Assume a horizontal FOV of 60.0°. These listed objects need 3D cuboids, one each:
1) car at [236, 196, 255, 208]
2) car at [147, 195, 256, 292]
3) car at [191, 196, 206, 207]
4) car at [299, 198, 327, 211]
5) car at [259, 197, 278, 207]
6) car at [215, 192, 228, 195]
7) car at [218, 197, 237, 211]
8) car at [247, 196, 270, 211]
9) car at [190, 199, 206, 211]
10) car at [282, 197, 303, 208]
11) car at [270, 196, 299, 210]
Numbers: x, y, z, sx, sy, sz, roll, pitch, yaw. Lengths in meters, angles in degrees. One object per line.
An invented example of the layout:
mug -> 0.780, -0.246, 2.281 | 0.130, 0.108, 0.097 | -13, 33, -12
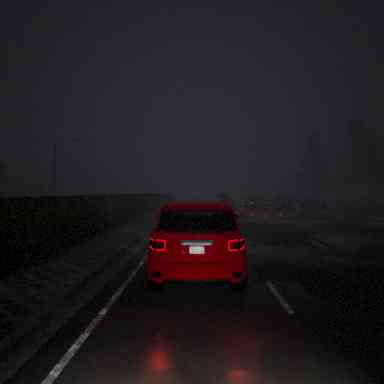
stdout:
car -> 7.944, 1.457, 49.954 | 2.128, 1.511, 4.902 | 0, 0, 1
car -> 0.147, 1.215, 9.094 | 2.150, 2.045, 5.566 | 0, 0, 1
car -> 0.946, 1.457, 50.090 | 2.128, 1.511, 4.902 | 0, 0, 1
car -> 14.764, 1.449, 40.649 | 1.882, 1.535, 5.008 | 0, 0, 1
car -> 11.444, 1.529, 49.885 | 1.994, 1.385, 4.181 | 0, 0, 1
car -> 4.446, 1.187, 50.051 | 2.150, 2.045, 5.566 | 0, 0, 1
car -> 4.258, 1.449, 40.437 | 1.882, 1.535, 5.008 | 0, 0, 1
car -> 7.765, 1.324, 40.755 | 2.097, 1.767, 4.553 | 0, 0, 1
car -> 0.768, 1.572, 40.952 | 1.895, 1.301, 4.718 | 0, 0, 1
car -> 14.943, 1.470, 49.817 | 1.837, 1.490, 4.892 | 0, 0, 1
car -> 11.280, 1.323, 41.487 | 2.097, 1.767, 4.553 | 0, 0, 1
